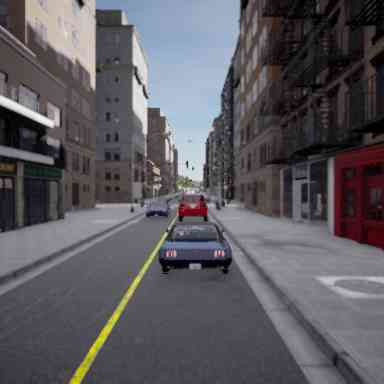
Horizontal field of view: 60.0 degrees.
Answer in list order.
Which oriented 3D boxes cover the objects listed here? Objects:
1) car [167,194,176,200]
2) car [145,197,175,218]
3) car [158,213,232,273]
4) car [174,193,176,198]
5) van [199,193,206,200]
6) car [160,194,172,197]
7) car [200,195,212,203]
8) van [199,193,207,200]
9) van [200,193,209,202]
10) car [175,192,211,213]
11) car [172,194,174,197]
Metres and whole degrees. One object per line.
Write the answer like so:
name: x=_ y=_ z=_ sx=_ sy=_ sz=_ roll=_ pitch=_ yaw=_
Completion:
car: x=-5.375 y=1.273 z=86.383 sx=2.008 sy=1.369 sz=4.403 roll=0 pitch=0 yaw=0
car: x=-2.830 y=1.464 z=28.981 sx=2.033 sy=1.411 sz=5.357 roll=0 pitch=0 yaw=0
car: x=0.091 y=1.572 z=10.545 sx=1.895 sy=1.301 sz=4.718 roll=0 pitch=0 yaw=0
car: x=-5.377 y=1.330 z=75.019 sx=1.947 sy=1.339 sz=4.313 roll=0 pitch=0 yaw=0
van: x=2.650 y=1.064 z=86.381 sx=1.690 sy=1.788 sz=3.998 roll=0 pitch=0 yaw=0
car: x=-5.379 y=1.369 z=63.654 sx=1.947 sy=1.339 sz=4.313 roll=0 pitch=0 yaw=0
car: x=2.647 y=1.354 z=63.653 sx=2.008 sy=1.369 sz=4.403 roll=0 pitch=0 yaw=0
van: x=2.649 y=1.085 z=80.699 sx=1.690 sy=1.788 sz=3.998 roll=0 pitch=0 yaw=0
van: x=2.647 y=1.125 z=69.334 sx=1.690 sy=1.788 sz=3.998 roll=0 pitch=0 yaw=0
car: x=0.091 y=1.146 z=25.968 sx=2.150 sy=2.045 sz=5.566 roll=0 pitch=0 yaw=0
car: x=-5.378 y=1.366 z=69.336 sx=1.802 sy=1.307 sz=4.206 roll=0 pitch=0 yaw=0
